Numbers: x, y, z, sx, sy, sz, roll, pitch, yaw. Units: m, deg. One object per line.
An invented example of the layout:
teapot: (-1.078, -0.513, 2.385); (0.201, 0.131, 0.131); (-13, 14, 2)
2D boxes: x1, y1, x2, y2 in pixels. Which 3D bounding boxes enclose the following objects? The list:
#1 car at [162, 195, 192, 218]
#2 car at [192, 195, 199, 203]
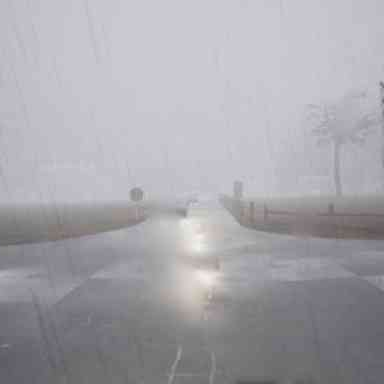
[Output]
car: (-1.258, 1.289, 27.525); (1.882, 1.535, 5.008); (0, 1, 3)
car: (0.205, 1.135, 56.433); (2.033, 1.411, 5.357); (0, 0, 3)
